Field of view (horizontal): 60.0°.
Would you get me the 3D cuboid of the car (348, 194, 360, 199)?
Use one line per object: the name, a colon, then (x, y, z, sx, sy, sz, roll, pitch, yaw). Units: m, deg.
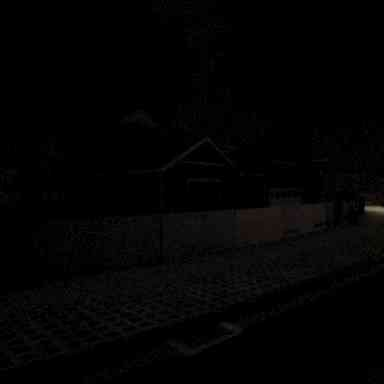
car: (31.293, 1.106, 64.171, 1.837, 1.490, 4.892, 0, 0, -1)
